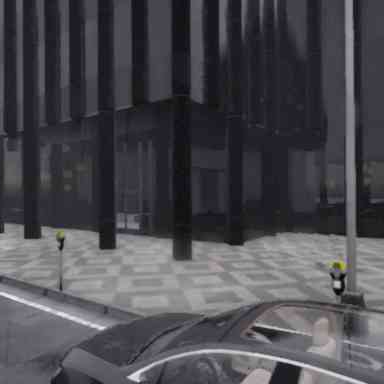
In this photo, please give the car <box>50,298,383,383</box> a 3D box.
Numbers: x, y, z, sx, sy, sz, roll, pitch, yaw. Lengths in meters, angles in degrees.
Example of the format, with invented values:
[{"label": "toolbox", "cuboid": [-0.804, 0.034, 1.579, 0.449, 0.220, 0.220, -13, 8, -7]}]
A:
[{"label": "car", "cuboid": [0.687, 1.557, 2.475, 4.403, 1.369, 2.008, -1, 0, 35]}]
